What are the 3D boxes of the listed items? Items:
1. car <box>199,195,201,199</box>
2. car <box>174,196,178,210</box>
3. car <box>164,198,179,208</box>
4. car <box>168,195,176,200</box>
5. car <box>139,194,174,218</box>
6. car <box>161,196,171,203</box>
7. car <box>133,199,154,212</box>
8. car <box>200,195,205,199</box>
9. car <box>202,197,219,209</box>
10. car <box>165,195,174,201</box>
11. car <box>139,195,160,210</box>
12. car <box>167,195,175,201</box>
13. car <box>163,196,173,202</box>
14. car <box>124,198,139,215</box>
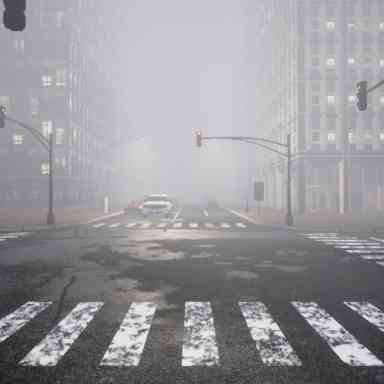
[{"bbox_3d":[2.731,1.590,61.730,1.947,1.339,4.313,1,0,0],"label":"car"},{"bbox_3d":[-3.080,1.541,40.275,1.812,1.442,4.674,0,0,0],"label":"car"},{"bbox_3d":[-3.072,1.583,50.317,1.994,1.385,4.181,0,0,0],"label":"car"},{"bbox_3d":[-5.635,1.605,95.115,1.947,1.339,4.313,1,0,0],"label":"car"},{"bbox_3d":[-3.084,1.233,30.352,2.150,2.045,5.566,0,0,0],"label":"car"},{"bbox_3d":[-5.644,1.573,72.814,1.887,1.381,4.507,1,0,0],"label":"car"},{"bbox_3d":[-5.660,1.597,39.364,1.802,1.307,4.206,1,0,0],"label":"car"},{"bbox_3d":[2.730,1.547,56.323,1.752,1.417,4.829,1,0,0],"label":"car"},{"bbox_3d":[2.723,1.599,44.997,1.802,1.307,4.206,1,0,0],"label":"car"},{"bbox_3d":[-5.639,1.578,83.965,1.887,1.381,4.507,1,0,0],"label":"car"},{"bbox_3d":[-5.652,1.332,44.939,2.192,1.841,5.009,1,0,0],"label":"car"},{"bbox_3d":[-5.636,1.587,89.540,2.008,1.369,4.403,1,0,0],"label":"car"},{"bbox_3d":[-5.641,1.582,78.390,2.008,1.369,4.403,1,0,0],"label":"car"},{"bbox_3d":[-5.659,1.453,33.788,1.967,1.590,4.097,1,0,0],"label":"car"}]
